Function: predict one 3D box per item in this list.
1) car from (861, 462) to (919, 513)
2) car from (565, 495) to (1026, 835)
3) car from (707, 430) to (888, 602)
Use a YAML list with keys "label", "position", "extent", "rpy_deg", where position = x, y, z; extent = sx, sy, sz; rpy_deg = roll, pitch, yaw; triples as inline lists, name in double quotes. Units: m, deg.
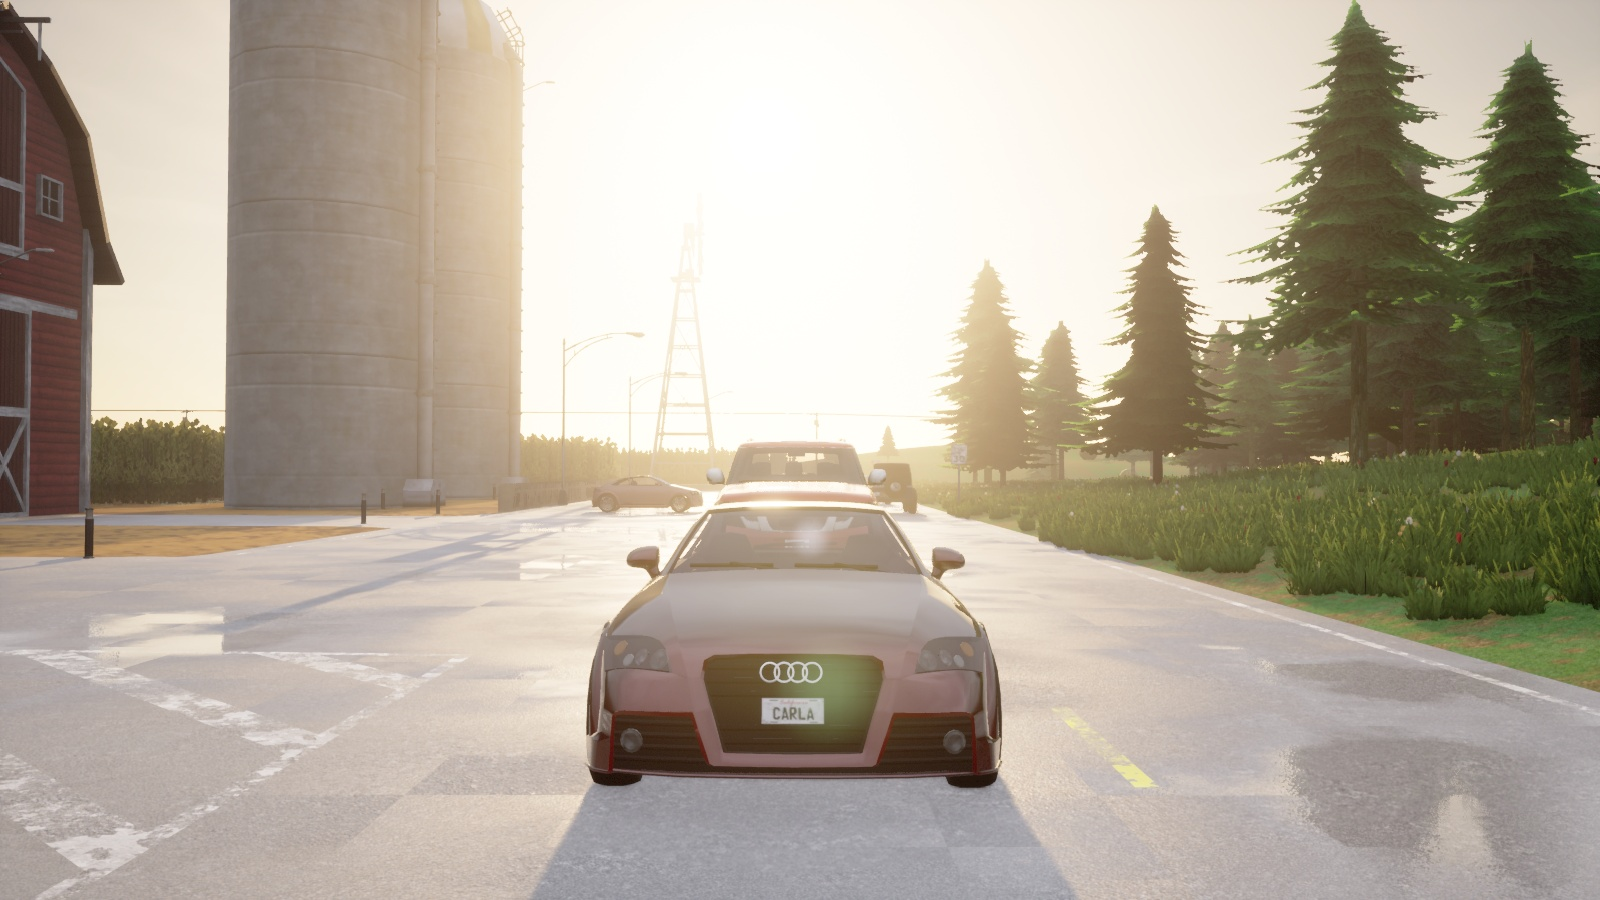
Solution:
- label: "car"
  position: [3.377, 1.393, 47.551]
  extent: [1.905, 1.878, 3.866]
  rpy_deg: [0, -1, 0]
- label: "car"
  position: [-0.017, 1.005, 7.538]
  extent: [1.994, 1.385, 4.181]
  rpy_deg: [0, -1, 0]
- label: "car"
  position: [-0.049, 0.832, 17.781]
  extent: [2.150, 2.045, 5.566]
  rpy_deg: [0, -1, 0]
